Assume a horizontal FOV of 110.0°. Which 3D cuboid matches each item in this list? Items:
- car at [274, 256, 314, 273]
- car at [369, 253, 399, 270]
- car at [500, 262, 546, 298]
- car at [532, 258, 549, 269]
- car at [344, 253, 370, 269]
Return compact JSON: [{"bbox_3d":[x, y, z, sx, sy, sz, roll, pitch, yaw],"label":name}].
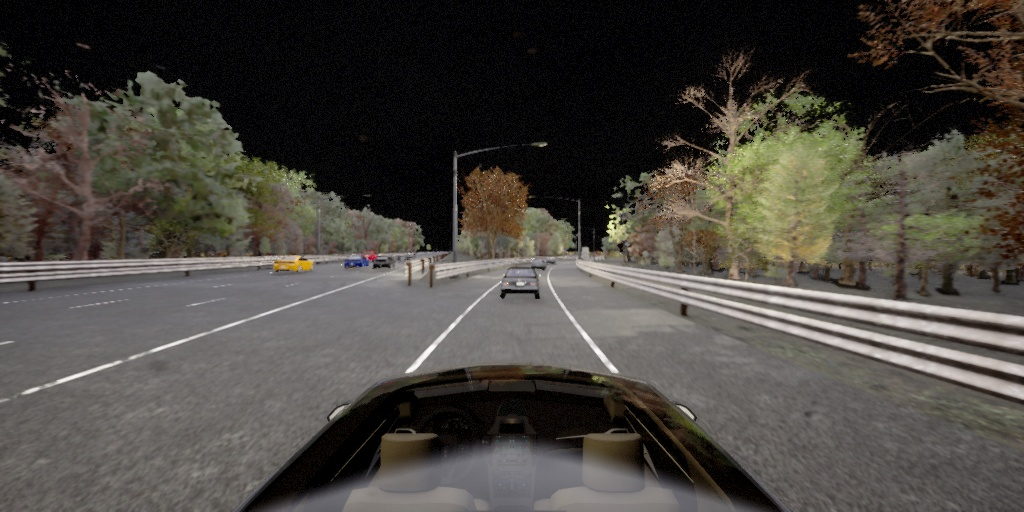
[{"bbox_3d":[-20.147,0.762,33.332,1.882,1.535,5.008,0,1,-9],"label":"car"},{"bbox_3d":[-14.150,0.762,39.934,1.837,1.490,4.892,0,1,-9],"label":"car"},{"bbox_3d":[0.471,1.230,17.876,2.033,1.411,5.357,0,0,3],"label":"car"},{"bbox_3d":[3.609,1.131,48.351,1.994,1.385,4.181,0,0,8],"label":"car"},{"bbox_3d":[-18.018,0.693,41.873,1.882,1.535,5.008,0,1,-9],"label":"car"}]
